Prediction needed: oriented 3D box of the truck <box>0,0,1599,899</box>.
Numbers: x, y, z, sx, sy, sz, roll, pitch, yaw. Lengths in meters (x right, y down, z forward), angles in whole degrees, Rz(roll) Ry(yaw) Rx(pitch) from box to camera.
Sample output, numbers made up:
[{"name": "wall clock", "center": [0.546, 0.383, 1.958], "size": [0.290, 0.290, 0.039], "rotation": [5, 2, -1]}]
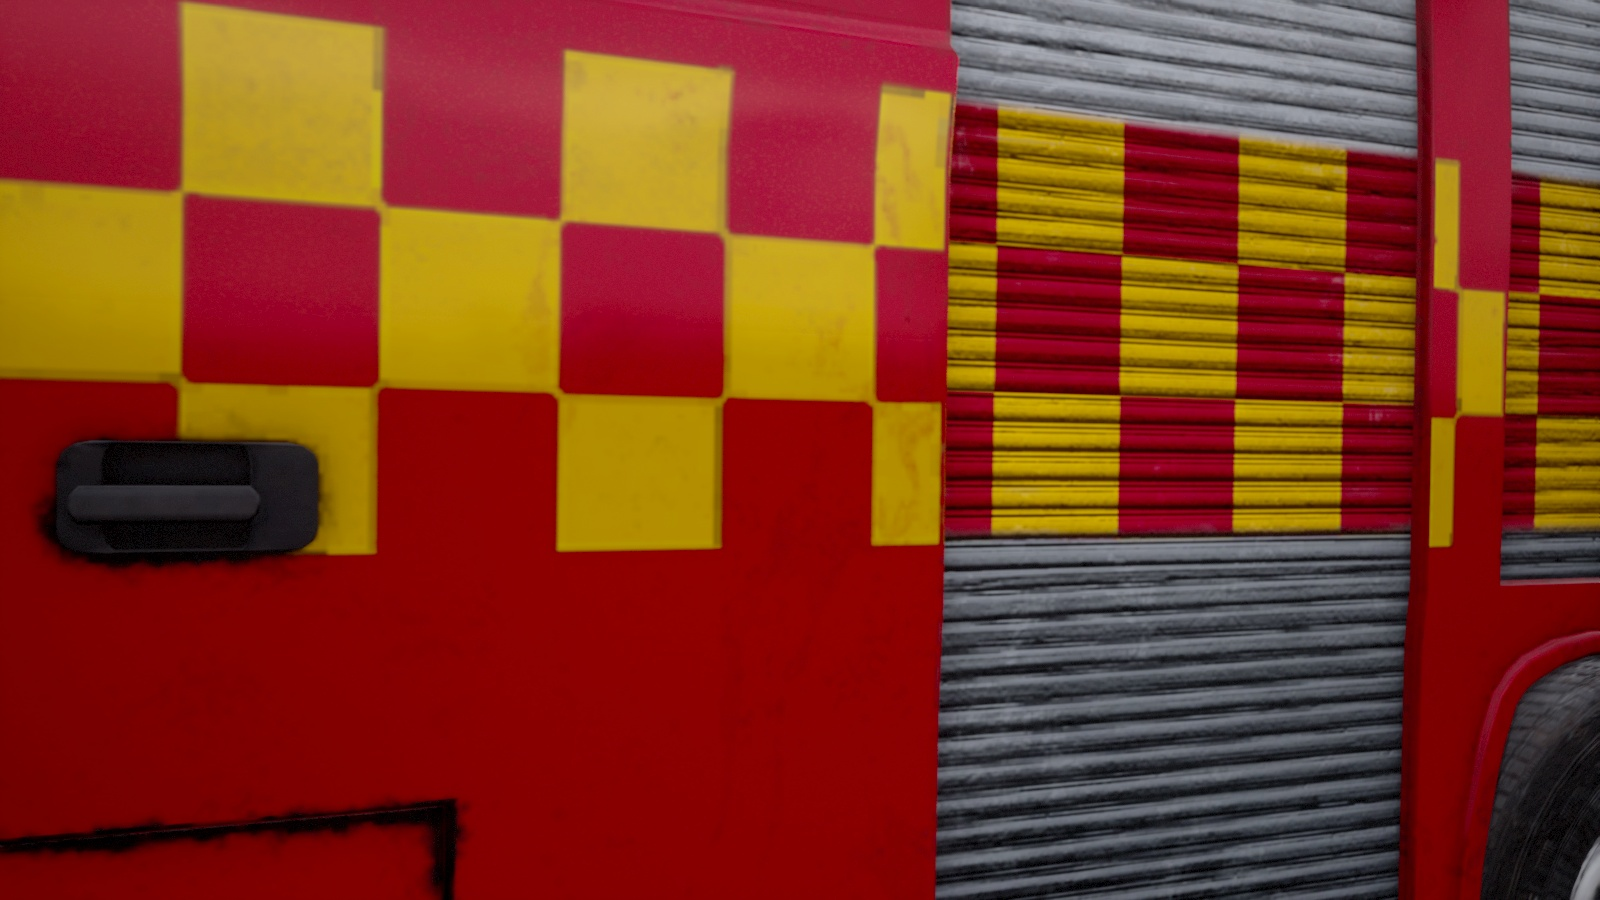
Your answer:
[{"name": "truck", "center": [-1.242, -0.394, 2.755], "size": [8.468, 3.827, 2.891], "rotation": [-1, 1, -21]}]
